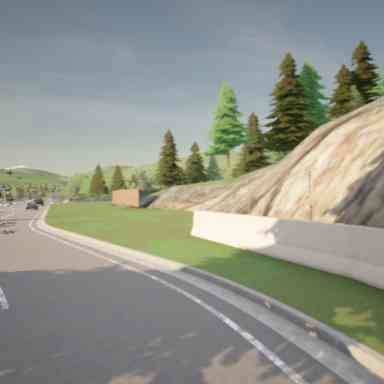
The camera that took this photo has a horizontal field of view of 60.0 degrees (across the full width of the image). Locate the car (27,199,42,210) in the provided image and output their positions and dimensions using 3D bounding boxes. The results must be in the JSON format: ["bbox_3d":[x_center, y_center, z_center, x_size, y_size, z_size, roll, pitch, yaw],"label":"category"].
[{"bbox_3d":[-29.327,2.578,61.168,2.033,1.411,5.357,-2,0,-22],"label":"car"}]
